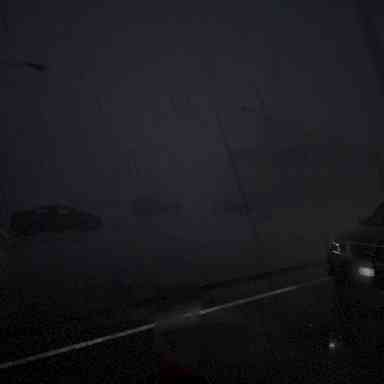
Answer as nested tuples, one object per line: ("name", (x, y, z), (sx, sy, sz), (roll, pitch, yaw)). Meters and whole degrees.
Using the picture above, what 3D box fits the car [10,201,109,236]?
("car", (-7.134, 1.462, 17.723), (4.514, 1.523, 2.007), (0, 0, -36))

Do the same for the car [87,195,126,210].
("car", (-9.723, 1.391, 39.735), (4.514, 1.523, 2.007), (0, 0, -36))

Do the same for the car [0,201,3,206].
("car", (-31.432, 1.552, 51.223), (3.806, 1.475, 1.970), (0, 0, -36))

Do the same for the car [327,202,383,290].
("car", (5.572, 1.164, 7.940), (5.566, 2.045, 2.150), (0, 0, -36))

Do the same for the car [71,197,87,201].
("car", (-15.512, 1.413, 47.881), (3.633, 1.501, 1.845), (0, 0, -36))

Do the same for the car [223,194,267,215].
("car", (5.265, 1.122, 31.110), (3.866, 1.878, 1.905), (0, 0, -36))

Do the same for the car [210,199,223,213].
("car", (3.826, 1.402, 34.169), (3.806, 1.475, 1.970), (0, 0, -36))

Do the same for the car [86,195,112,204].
("car", (-18.048, 1.383, 64.498), (4.514, 1.523, 2.007), (0, 0, -36))

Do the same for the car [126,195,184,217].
("car", (-3.044, 1.195, 29.197), (4.605, 1.855, 1.932), (0, 0, -36))

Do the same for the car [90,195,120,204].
("car", (-16.178, 1.374, 61.979), (5.027, 1.636, 2.152), (0, 0, -36))
